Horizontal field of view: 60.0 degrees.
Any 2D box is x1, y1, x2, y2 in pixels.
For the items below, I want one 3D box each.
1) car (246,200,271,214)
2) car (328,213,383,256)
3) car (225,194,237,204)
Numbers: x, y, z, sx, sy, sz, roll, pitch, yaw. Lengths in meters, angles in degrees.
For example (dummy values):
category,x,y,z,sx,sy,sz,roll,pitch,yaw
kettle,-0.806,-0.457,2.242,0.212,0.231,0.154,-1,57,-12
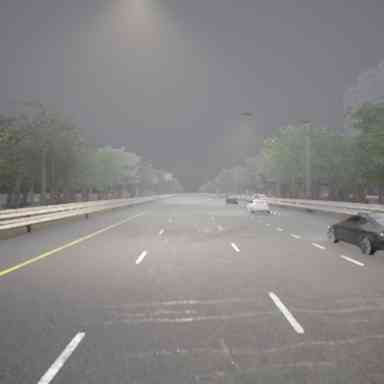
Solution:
category,x,y,z,sx,sy,sz,roll,pitch,yaw
car,7.063,1.535,35.750,1.812,1.442,4.674,0,0,0
car,7.009,1.535,12.975,1.812,1.442,4.674,0,0,0
car,7.140,1.495,61.387,1.882,1.535,5.008,0,0,0
